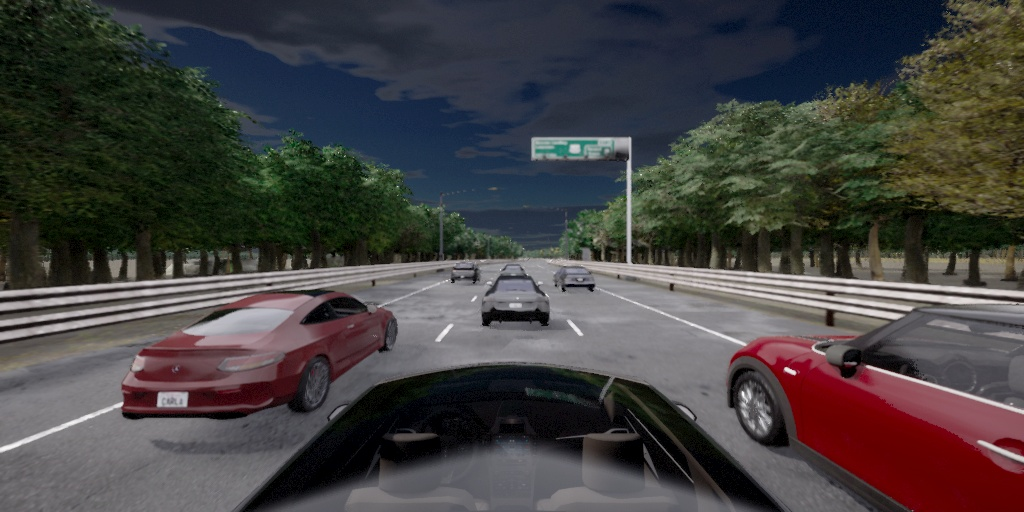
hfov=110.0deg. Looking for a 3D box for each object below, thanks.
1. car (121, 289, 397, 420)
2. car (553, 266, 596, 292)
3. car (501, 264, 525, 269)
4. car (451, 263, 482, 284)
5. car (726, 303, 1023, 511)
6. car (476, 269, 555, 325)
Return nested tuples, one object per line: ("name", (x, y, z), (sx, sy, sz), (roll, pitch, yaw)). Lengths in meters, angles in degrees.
("car", (-3.401, 1.274, 5.894), (1.812, 1.442, 4.674), (0, 0, 0))
("car", (3.593, 1.293, 21.413), (2.033, 1.411, 5.357), (0, 0, 0))
("car", (0.091, 1.314, 27.711), (1.994, 1.385, 4.181), (0, 0, 0))
("car", (-3.407, 1.241, 27.113), (2.128, 1.511, 4.902), (0, 0, 0))
("car", (3.599, 1.102, 2.408), (2.097, 1.767, 4.553), (0, 0, 0))
("car", (0.097, 1.310, 11.743), (1.994, 1.385, 4.181), (0, 0, 0))
